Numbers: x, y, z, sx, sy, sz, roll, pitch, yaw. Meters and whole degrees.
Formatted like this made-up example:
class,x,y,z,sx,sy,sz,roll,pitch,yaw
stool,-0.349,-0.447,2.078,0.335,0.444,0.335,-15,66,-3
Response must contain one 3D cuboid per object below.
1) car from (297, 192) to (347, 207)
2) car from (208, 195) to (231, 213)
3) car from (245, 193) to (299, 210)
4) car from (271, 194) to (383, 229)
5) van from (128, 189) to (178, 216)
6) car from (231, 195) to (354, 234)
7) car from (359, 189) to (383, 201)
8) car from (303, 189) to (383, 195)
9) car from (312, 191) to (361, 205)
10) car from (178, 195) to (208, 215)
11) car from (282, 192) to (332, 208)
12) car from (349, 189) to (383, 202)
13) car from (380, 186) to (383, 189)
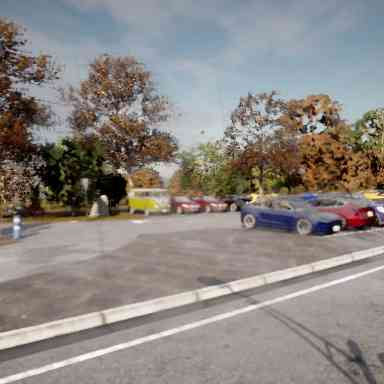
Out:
class,x,y,z,sx,sy,sz,roll,pitch,yaw
car,14.885,0.771,38.347,2.097,1.535,5.008,-2,1,-35
car,1.164,1.010,28.765,2.002,1.452,4.674,0,0,-35
car,8.025,0.913,33.785,1.946,1.575,5.366,-1,0,-35
car,6.520,1.009,16.582,2.163,1.488,4.792,0,0,-35
van,-3.235,0.749,25.531,1.878,1.987,4.442,0,1,-35
car,4.272,1.010,14.939,2.163,1.488,4.792,0,0,-35
car,26.300,0.346,46.341,2.097,1.535,5.008,-3,2,-35
car,8.802,0.852,18.180,2.185,1.767,4.553,0,0,-35
car,17.276,0.701,40.018,2.231,1.521,4.892,-2,1,-35
car,-1.118,1.011,27.169,2.002,1.452,4.674,0,0,-35
car,12.598,0.829,36.749,2.097,1.535,5.008,-1,1,-35
car,24.124,0.446,44.587,1.946,1.575,5.366,-2,1,-35
car,13.369,0.699,21.369,2.435,2.045,5.566,-1,0,-35
